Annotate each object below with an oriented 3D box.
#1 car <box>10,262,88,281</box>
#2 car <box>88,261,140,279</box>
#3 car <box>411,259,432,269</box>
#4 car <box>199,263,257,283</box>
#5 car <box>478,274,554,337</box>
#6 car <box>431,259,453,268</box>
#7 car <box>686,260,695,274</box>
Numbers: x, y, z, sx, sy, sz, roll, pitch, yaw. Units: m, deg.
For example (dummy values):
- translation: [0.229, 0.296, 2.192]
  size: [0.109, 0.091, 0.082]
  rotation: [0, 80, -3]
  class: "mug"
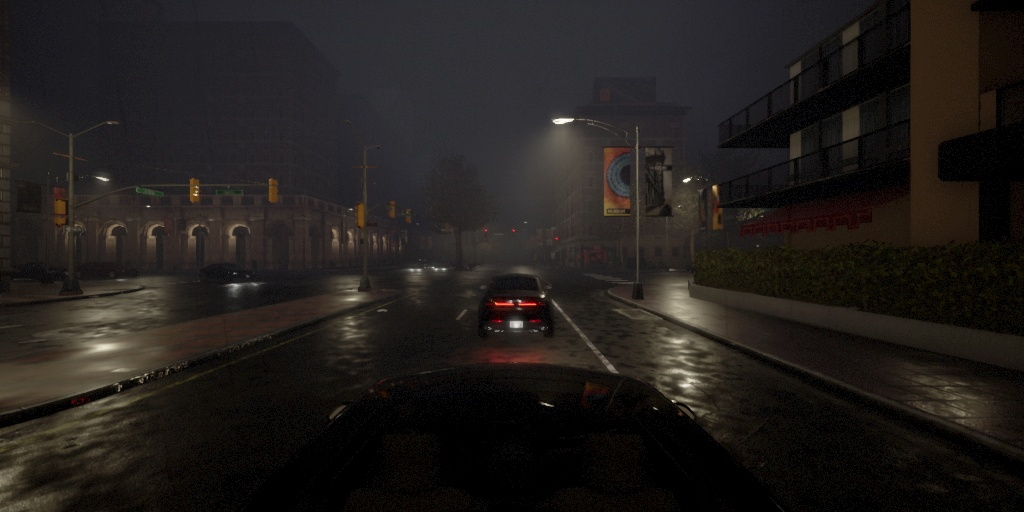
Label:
- translation: [-38.007, 1.241, 28.850]
  size: [4.902, 1.511, 2.128]
  rotation: [0, 0, 0]
  class: "car"
- translation: [-36.677, 1.228, 32.351]
  size: [5.008, 1.535, 1.882]
  rotation: [0, 0, 0]
  class: "car"
- translation: [-14.862, 1.241, 57.928]
  size: [2.128, 1.511, 4.902]
  rotation: [0, 0, 0]
  class: "car"
- translation: [-21.963, 1.275, 27.663]
  size: [4.674, 1.442, 1.812]
  rotation: [0, -1, 20]
  class: "car"
- translation: [0.109, 1.255, 10.304]
  size: [1.837, 1.490, 4.892]
  rotation: [0, 0, 0]
  class: "car"
- translation: [-11.357, 1.314, 58.700]
  size: [1.994, 1.385, 4.181]
  rotation: [0, 0, 0]
  class: "car"
- translation: [21.863, 1.351, 39.565]
  size: [4.718, 1.301, 1.895]
  rotation: [0, 0, 0]
  class: "car"
